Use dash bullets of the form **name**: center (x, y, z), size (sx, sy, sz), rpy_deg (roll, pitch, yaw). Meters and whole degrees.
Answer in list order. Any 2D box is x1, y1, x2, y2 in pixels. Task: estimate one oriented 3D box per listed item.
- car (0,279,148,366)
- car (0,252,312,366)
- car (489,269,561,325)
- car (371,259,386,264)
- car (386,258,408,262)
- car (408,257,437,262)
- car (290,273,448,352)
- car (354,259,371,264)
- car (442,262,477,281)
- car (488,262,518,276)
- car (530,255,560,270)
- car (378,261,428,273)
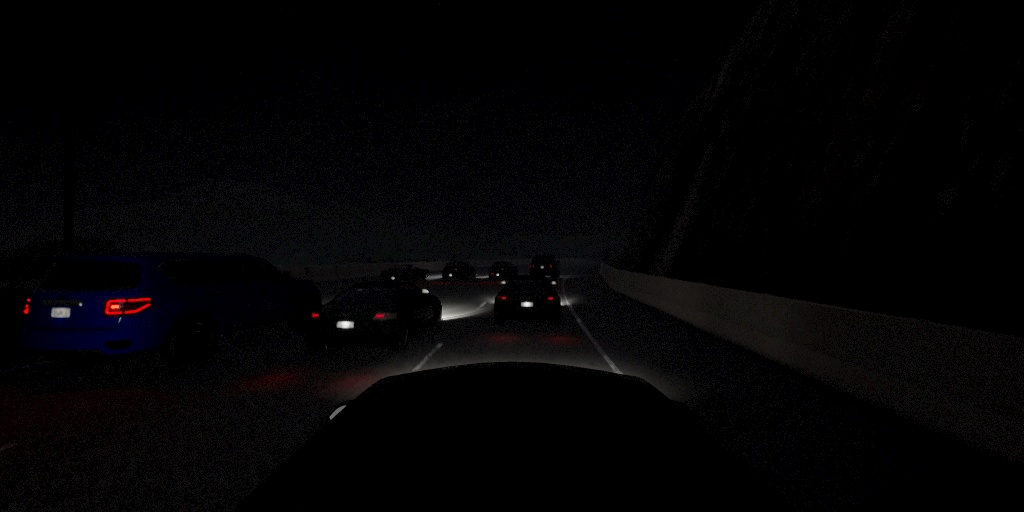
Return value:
- **car**: center (-10.213, 1.282, 6.962), size (1.994, 1.385, 4.181), rpy_deg (0, 0, 2)
- **car**: center (-6.701, 0.947, 8.095), size (2.150, 2.045, 5.566), rpy_deg (0, 0, 2)
- **car**: center (0.542, 1.304, 11.893), size (1.994, 1.385, 4.181), rpy_deg (0, 0, 4)
- **car**: center (-19.637, 1.143, 56.853), size (1.837, 1.490, 4.892), rpy_deg (0, 0, 17)
- **car**: center (-16.486, 1.195, 55.218), size (2.033, 1.411, 5.357), rpy_deg (0, 0, 17)
- **car**: center (-13.144, 1.010, 54.160), size (2.097, 1.767, 4.553), rpy_deg (0, 0, 17)
- **car**: center (-3.128, 1.298, 8.939), size (1.994, 1.385, 4.181), rpy_deg (0, 0, 3)
- **car**: center (-23.232, 1.192, 57.029), size (1.994, 1.385, 4.181), rpy_deg (0, 0, 17)
- **car**: center (-4.332, 1.212, 29.933), size (1.837, 1.490, 4.892), rpy_deg (0, 0, 9)
- **car**: center (-0.689, 1.221, 30.442), size (1.837, 1.490, 4.892), rpy_deg (0, 0, 10)
- **car**: center (2.789, 0.947, 30.144), size (2.150, 2.045, 5.566), rpy_deg (0, 0, 10)
- **car**: center (-8.217, 1.300, 27.970), size (1.895, 1.301, 4.718), rpy_deg (0, 0, 9)
